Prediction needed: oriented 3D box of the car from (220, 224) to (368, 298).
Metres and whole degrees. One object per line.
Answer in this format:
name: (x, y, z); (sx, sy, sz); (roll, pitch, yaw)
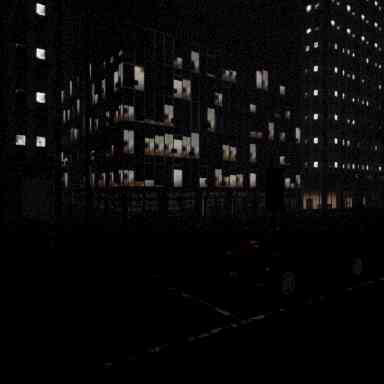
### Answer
car: (2.728, 1.545, 8.507); (4.507, 1.381, 1.887); (0, 0, -36)
